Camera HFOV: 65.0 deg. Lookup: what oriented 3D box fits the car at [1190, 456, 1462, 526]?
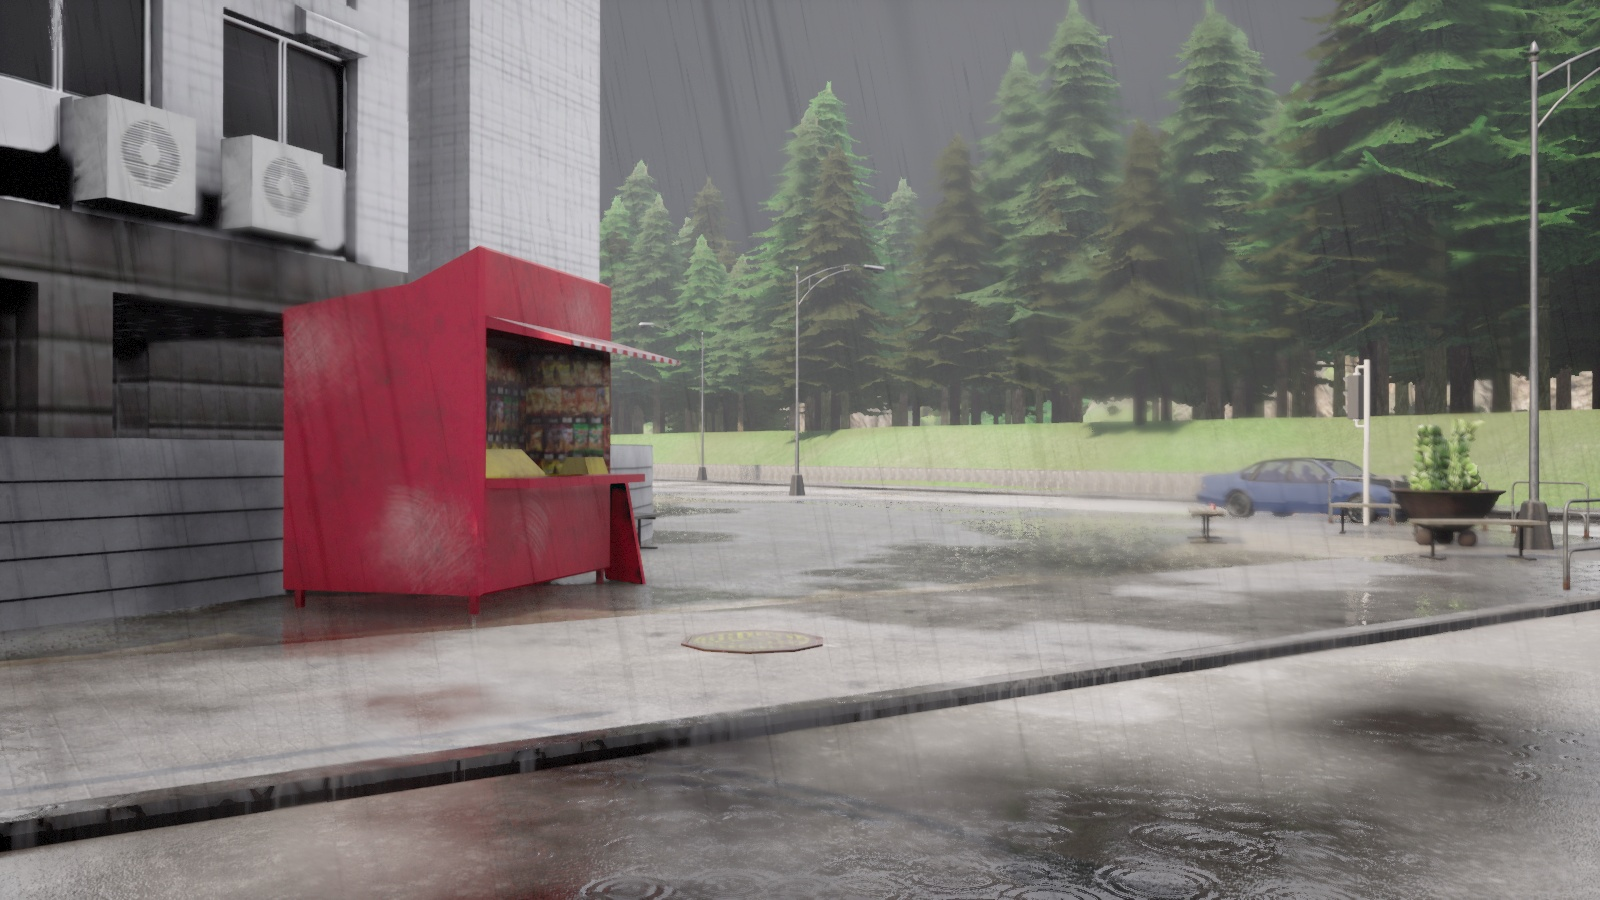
[{"bbox_3d":[11.566,0.834,28.034,2.033,1.411,5.357,0,0,-35],"label":"car"}]
